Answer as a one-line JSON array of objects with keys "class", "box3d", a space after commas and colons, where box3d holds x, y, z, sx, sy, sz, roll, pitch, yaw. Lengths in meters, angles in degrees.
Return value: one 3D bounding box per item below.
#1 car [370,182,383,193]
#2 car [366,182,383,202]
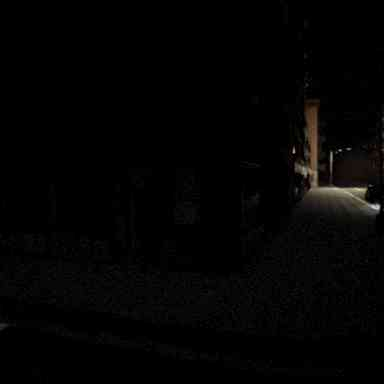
[{"class": "car", "box3d": [27.126, -0.683, 48.110, 1.812, 1.442, 4.674, 0, 2, 21]}, {"class": "car", "box3d": [17.301, 0.083, 30.721, 2.128, 1.511, 4.902, 0, 2, 21]}]
